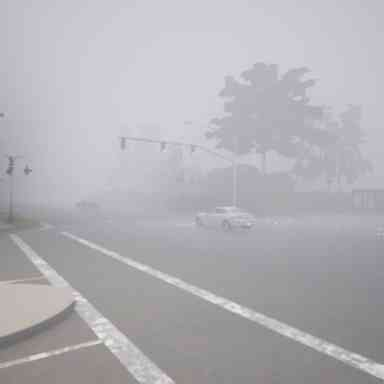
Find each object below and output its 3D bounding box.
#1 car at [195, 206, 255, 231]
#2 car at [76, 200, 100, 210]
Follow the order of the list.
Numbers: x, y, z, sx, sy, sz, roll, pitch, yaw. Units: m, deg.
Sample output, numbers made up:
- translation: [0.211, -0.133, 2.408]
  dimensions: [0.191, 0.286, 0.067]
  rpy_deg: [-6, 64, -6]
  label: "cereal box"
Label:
- translation: [2.053, 1.655, 21.529]
  dimensions: [1.812, 1.442, 4.674]
  rpy_deg: [1, 0, -34]
  label: "car"
- translation: [-13.998, 1.724, 44.364]
  dimensions: [1.895, 1.301, 4.718]
  rpy_deg: [1, 0, -35]
  label: "car"
